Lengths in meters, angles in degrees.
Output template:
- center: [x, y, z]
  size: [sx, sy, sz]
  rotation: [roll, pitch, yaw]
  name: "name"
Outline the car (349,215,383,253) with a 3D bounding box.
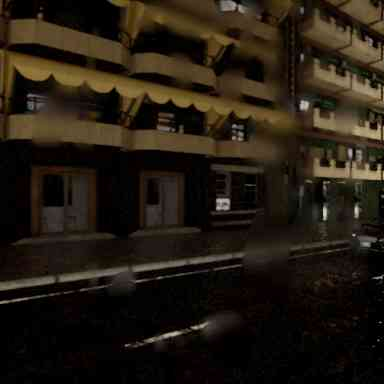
- center: [8.393, 1.697, 13.676]
  size: [4.902, 1.511, 2.128]
  rotation: [1, -1, -36]
  name: "car"
